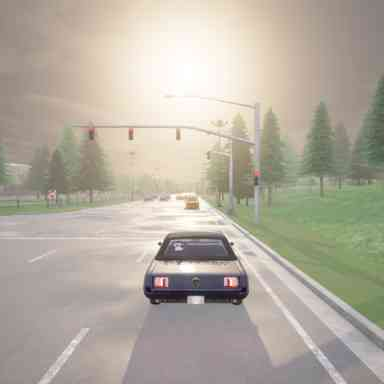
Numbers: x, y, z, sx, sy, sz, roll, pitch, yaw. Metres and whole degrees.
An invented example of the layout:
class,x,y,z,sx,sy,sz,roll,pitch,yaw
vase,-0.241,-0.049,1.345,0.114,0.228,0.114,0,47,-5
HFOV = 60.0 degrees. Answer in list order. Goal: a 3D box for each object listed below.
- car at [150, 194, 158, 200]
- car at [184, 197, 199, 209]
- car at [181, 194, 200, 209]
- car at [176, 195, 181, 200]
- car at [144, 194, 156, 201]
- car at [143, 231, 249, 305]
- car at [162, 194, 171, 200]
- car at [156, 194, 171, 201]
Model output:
class,x,y,z,sx,sy,sz,roll,pitch,yaw
car,-10.354,1.332,90.760,1.837,1.490,4.892,0,0,0
car,-0.011,1.576,49.703,2.033,1.411,5.357,-1,1,1
car,-0.073,1.094,46.175,1.882,1.535,5.008,-3,16,-4
car,-3.353,1.553,91.162,1.994,1.385,4.181,0,0,0
car,-10.371,1.531,80.340,2.033,1.411,5.357,0,0,0
car,0.092,1.601,8.035,1.895,1.301,4.718,0,0,0
car,-6.854,1.372,90.754,2.033,1.411,5.357,0,0,0
car,-6.871,1.531,80.334,2.033,1.411,5.357,0,0,0
